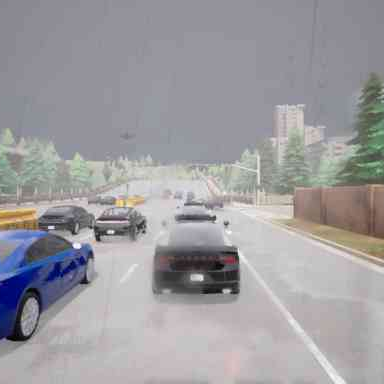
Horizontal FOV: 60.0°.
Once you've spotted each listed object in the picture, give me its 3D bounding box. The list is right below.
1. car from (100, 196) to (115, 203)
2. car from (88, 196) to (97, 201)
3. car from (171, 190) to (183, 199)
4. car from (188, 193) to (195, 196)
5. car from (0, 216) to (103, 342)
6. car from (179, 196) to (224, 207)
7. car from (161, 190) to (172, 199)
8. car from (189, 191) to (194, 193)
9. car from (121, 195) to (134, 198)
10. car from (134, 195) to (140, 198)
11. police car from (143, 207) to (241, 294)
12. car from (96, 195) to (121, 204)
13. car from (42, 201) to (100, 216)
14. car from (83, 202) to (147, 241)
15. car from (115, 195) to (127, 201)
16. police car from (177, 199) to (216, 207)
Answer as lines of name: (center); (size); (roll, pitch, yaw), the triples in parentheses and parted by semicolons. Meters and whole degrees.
car: (-17.559, 1.552, 69.300); (1.994, 1.385, 4.181); (0, 0, 0)
car: (-17.603, 1.505, 60.678); (1.837, 1.490, 4.892); (0, 0, 0)
car: (-3.672, 0.903, 88.152); (2.097, 1.767, 4.553); (0, 3, 0)
car: (0.017, 1.492, 59.716); (2.128, 1.511, 4.902); (0, 0, 0)
car: (-3.405, 1.478, 6.491); (1.882, 1.535, 5.008); (0, 0, 0)
car: (1.303, 1.491, 39.244); (4.902, 1.511, 2.128); (0, 0, -12)
car: (-7.175, 1.071, 88.574); (1.994, 1.385, 4.181); (0, 4, 0)
car: (-0.198, 0.624, 92.314); (2.097, 1.767, 4.553); (0, 4, 0)
car: (-14.058, 1.525, 69.197); (2.128, 1.511, 4.902); (0, 0, 0)
car: (-14.139, 1.357, 82.893); (1.994, 1.385, 4.181); (0, 2, 0)
police car: (0.093, 1.425, 8.910); (1.930, 1.638, 5.238); (0, 0, 0)
car: (-14.123, 1.547, 56.727); (2.033, 1.411, 5.357); (0, 0, 0)
car: (-6.915, 1.505, 18.770); (1.837, 1.490, 4.892); (0, 0, 0)
car: (-3.422, 1.491, 16.569); (2.128, 1.511, 4.902); (0, 0, 1)
car: (-17.640, 1.391, 83.037); (1.895, 1.301, 4.718); (0, 2, 0)
police car: (0.084, 1.425, 18.813); (1.930, 1.638, 5.238); (0, 0, 0)
